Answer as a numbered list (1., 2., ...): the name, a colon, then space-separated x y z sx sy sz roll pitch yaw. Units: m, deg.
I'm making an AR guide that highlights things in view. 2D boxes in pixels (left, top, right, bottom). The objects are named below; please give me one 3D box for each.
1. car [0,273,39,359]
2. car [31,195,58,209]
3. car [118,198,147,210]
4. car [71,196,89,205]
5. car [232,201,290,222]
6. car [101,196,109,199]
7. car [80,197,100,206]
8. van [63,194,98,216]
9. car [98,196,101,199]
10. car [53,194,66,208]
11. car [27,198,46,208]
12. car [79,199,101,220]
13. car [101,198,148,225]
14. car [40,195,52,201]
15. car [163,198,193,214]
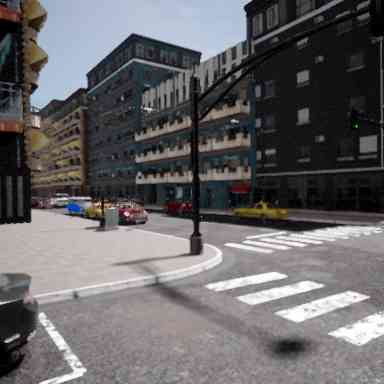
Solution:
1. car: -4.102 1.559 3.646 4.403 1.369 2.008 0 -1 -36
2. car: -20.972 1.562 47.144 1.967 1.590 4.097 -2 1 -36
3. car: -7.714 1.464 43.024 2.008 1.369 4.403 -2 1 -36
4. car: -20.602 1.527 61.022 2.008 1.369 4.403 -2 1 -36
5. car: 5.075 1.381 25.164 1.752 1.417 4.829 -2 1 -36
6. car: -6.449 1.361 31.311 2.097 1.767 4.553 -1 1 -36
7. car: -17.380 1.525 56.522 1.947 1.339 4.313 -2 1 -36
8. van: -11.308 1.418 33.644 1.690 1.788 3.998 -2 1 -36
9. car: -14.160 1.384 52.021 1.967 1.590 4.097 -2 1 -36
10. car: -19.389 1.277 49.540 2.150 2.045 5.566 -1 1 -35
11. car: -24.192 1.704 51.644 1.947 1.339 4.313 -2 1 -36
12. car: -7.983 1.587 29.008 1.752 1.417 4.829 -2 1 -36
13. car: -4.862 1.488 24.647 1.967 1.590 4.097 -2 1 -36
14. car: -36.713 1.609 83.520 1.887 1.381 4.507 -2 1 -36
15. car: -1.271 1.324 34.023 1.967 1.590 4.097 -2 1 -36
